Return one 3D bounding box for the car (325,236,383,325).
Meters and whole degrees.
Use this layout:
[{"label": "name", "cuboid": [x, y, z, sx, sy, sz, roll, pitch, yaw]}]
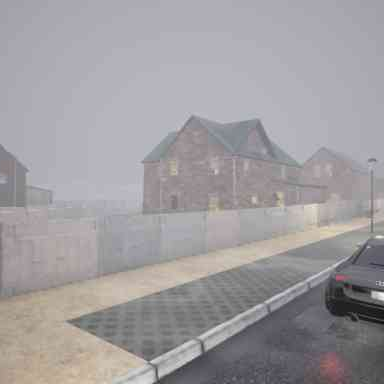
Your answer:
[{"label": "car", "cuboid": [4.225, 1.576, 6.638, 1.994, 1.385, 4.181, 0, 0, 40]}]
